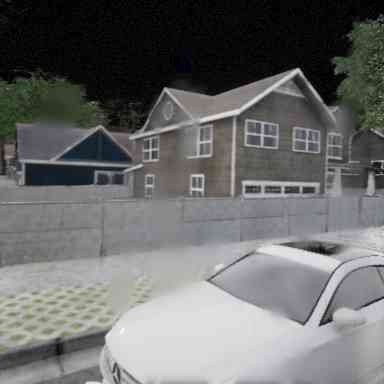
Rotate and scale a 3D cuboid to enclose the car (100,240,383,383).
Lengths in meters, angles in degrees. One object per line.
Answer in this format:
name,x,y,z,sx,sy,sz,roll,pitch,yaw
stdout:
car,1.320,1.380,3.946,4.674,1.442,1.812,0,3,-33
